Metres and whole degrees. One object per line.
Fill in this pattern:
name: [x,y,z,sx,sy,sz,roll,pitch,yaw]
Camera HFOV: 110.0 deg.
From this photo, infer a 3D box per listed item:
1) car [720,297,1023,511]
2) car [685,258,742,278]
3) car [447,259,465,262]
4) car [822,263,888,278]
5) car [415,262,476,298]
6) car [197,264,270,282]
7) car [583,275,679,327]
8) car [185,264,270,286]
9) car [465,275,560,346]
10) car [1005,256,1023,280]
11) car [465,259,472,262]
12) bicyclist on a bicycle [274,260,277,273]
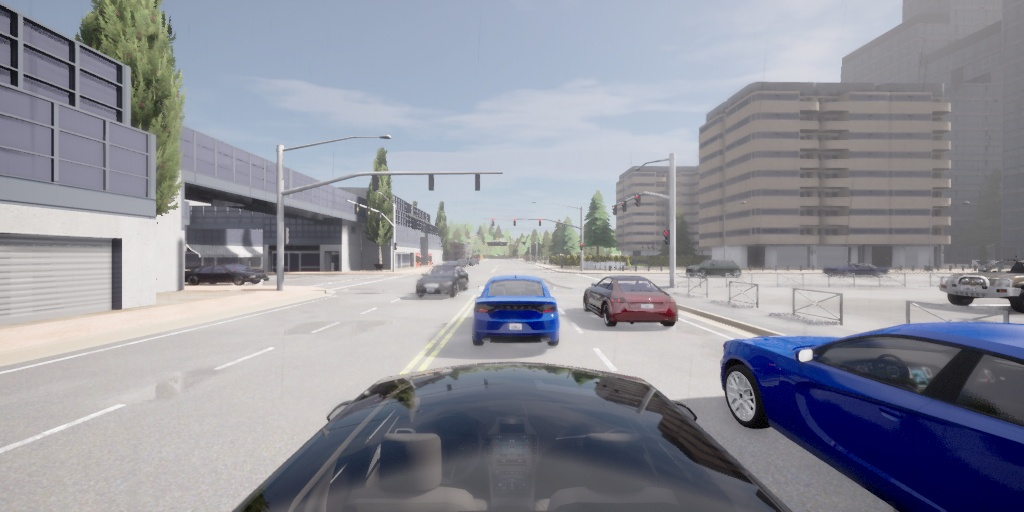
car: [3.603,1.228,2.610,1.882,1.535,5.008,0,0,0]
car: [18.687,1.102,33.427,4.553,1.767,2.097,0,0,-1]
car: [-7.840,1.297,46.897,2.033,1.411,5.357,0,0,0]
car: [32.145,1.350,33.702,4.718,1.301,1.895,0,0,-1]
car: [-3.452,1.241,18.394,2.128,1.511,4.902,0,0,4]
car: [-21.819,1.314,28.247,4.181,1.385,1.994,0,0,-1]
car: [3.603,1.314,11.593,1.994,1.385,4.181,0,0,0]
car: [-19.939,1.297,24.772,5.357,1.411,2.033,0,0,-1]
car: [0.095,1.228,9.461,1.882,1.535,5.008,0,0,0]
car: [50.670,1.114,33.985,4.553,1.767,2.097,0,0,-1]
car: [-7.991,1.255,57.255,1.837,1.490,4.892,0,0,-1]
bicyclist on a bicycle: [-25.839,1.053,39.677,0.582,1.620,1.656,0,0,-1]
